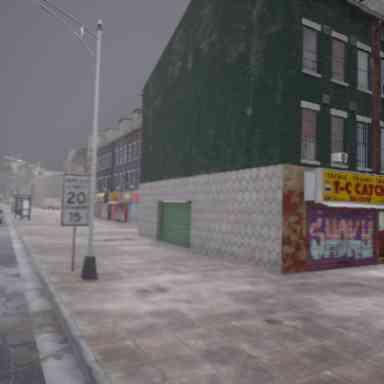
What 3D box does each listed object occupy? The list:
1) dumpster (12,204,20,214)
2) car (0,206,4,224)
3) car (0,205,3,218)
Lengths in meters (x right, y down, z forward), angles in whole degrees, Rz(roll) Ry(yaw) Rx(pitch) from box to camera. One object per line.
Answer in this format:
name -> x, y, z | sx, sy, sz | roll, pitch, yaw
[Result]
dumpster -> -30.499, 2.912, 57.695 | 1.020, 1.700, 1.940 | 3, -3, -30
car -> -19.378, 2.315, 32.274 | 2.033, 1.411, 5.357 | 3, -3, -29
car -> -25.879, 2.528, 43.624 | 1.882, 1.535, 5.008 | 3, -3, -29
